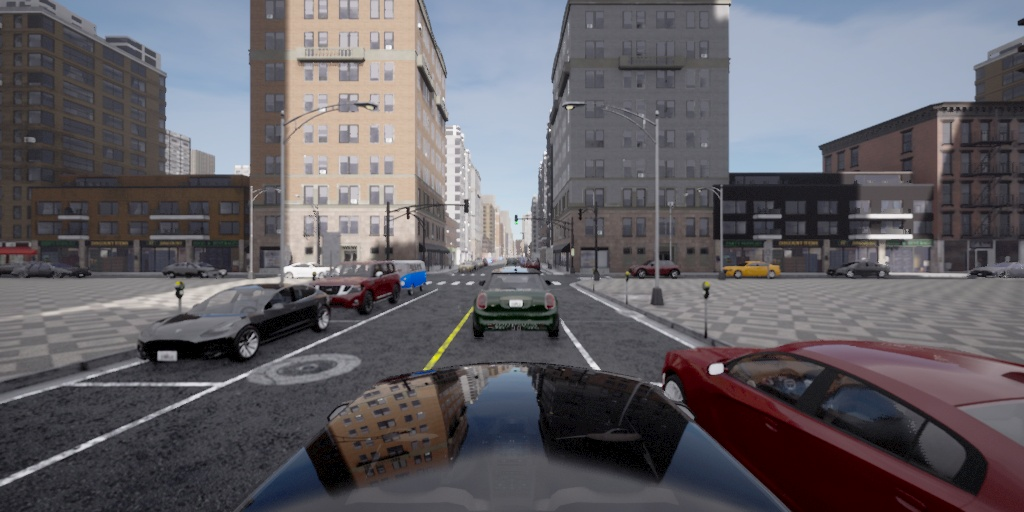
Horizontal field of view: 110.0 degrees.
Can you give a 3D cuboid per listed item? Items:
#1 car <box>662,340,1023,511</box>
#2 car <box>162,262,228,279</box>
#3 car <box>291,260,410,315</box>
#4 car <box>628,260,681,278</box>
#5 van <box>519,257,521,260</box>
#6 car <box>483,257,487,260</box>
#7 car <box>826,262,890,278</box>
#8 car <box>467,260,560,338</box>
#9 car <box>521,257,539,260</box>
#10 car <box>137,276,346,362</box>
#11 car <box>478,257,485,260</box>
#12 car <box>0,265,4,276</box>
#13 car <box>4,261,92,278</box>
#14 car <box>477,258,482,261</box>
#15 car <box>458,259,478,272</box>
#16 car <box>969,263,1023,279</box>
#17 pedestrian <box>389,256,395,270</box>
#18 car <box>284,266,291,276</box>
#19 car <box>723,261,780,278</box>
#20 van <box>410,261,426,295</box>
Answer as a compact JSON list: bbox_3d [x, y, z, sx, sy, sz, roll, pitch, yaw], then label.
[{"bbox_3d":[2.667,1.297,2.613,1.888,1.381,4.507,0,0,0],"label":"car"},{"bbox_3d":[-27.774,1.273,31.503,4.902,1.511,2.128,0,0,1],"label":"car"},{"bbox_3d":[-5.866,1.094,13.913,2.192,1.841,5.009,0,0,0],"label":"car"},{"bbox_3d":[13.436,1.139,34.110,4.553,1.767,2.097,0,0,1],"label":"car"},{"bbox_3d":[2.624,1.133,63.521,1.690,1.789,3.998,0,0,0],"label":"van"},{"bbox_3d":[-5.902,1.318,63.367,1.751,1.417,4.829,0,0,0],"label":"car"},{"bbox_3d":[32.572,1.301,33.817,4.892,1.490,1.837,0,0,1],"label":"car"},{"bbox_3d":[0.092,1.122,10.435,2.097,1.767,4.553,0,0,0],"label":"car"},{"bbox_3d":[2.636,1.111,46.550,2.192,1.841,5.009,0,0,0],"label":"car"},{"bbox_3d":[-5.863,1.332,8.272,1.948,1.339,4.313,0,0,0],"label":"car"},{"bbox_3d":[-5.897,1.320,57.712,1.751,1.417,4.829,0,0,0],"label":"car"},{"bbox_3d":[-47.578,1.266,34.942,4.902,1.511,2.128,0,0,1],"label":"car"},{"bbox_3d":[-40.656,1.327,31.704,5.357,1.411,2.033,0,0,1],"label":"car"},{"bbox_3d":[-5.894,1.361,52.227,1.948,1.339,4.313,0,0,0],"label":"car"},{"bbox_3d":[-5.890,1.322,46.402,1.751,1.417,4.829,0,0,0],"label":"car"},{"bbox_3d":[46.539,1.362,33.549,5.357,1.411,2.033,0,0,1],"label":"car"},{"bbox_3d":[-12.577,0.933,37.518,0.375,1.860,0.375,0,0,1],"label":"pedestrian"},{"bbox_3d":[-17.651,1.306,31.353,4.674,1.442,1.812,0,0,1],"label":"car"},{"bbox_3d":[22.503,1.269,33.971,5.008,1.535,1.882,0,0,1],"label":"car"},{"bbox_3d":[-5.870,1.132,19.554,1.690,1.789,3.998,0,0,0],"label":"van"}]
